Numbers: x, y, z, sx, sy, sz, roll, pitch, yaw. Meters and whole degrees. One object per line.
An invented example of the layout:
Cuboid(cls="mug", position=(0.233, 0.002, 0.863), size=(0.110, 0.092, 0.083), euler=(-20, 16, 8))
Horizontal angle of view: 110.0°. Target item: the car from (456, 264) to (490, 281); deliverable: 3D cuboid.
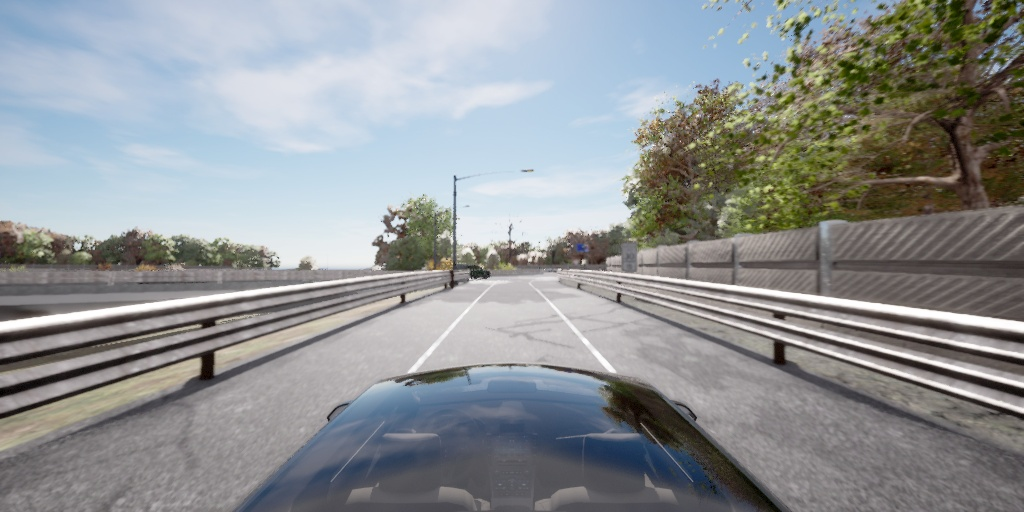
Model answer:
Cuboid(cls="car", position=(-5.277, 2.100, 46.493), size=(2.150, 2.045, 5.566), euler=(-1, -3, 40))

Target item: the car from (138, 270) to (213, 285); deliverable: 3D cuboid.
Cuboid(cls="car", position=(-25.505, 1.730, 27.329), size=(4.181, 1.385, 1.994), euler=(1, -2, -35))
